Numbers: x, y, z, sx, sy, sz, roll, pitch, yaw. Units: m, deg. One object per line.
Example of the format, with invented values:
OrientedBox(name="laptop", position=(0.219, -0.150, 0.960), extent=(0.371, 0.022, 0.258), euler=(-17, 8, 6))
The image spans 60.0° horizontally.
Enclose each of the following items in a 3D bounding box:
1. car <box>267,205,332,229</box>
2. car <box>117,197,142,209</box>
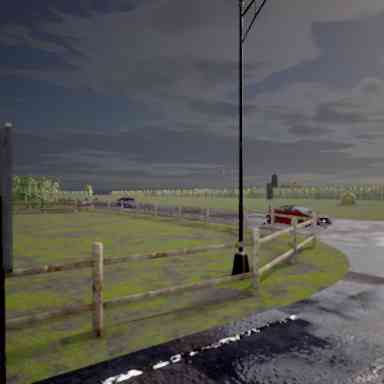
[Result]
OrientedBox(name="car", position=(6.814, 1.536, 21.456), extent=(1.994, 1.385, 4.181), euler=(-1, 0, -30))
OrientedBox(name="car", position=(-8.144, 1.421, 42.862), extent=(1.812, 1.442, 4.674), euler=(-1, 1, -35))
